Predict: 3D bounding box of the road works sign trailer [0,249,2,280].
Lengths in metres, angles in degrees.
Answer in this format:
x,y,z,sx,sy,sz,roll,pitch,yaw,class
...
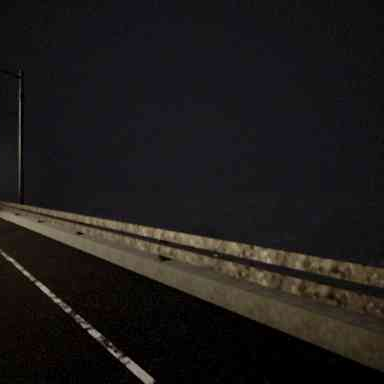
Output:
x,y,z,sx,sy,sz,roll,pitch,yaw,class
-6.442,0.381,8.631,2.380,3.560,2.880,0,0,-38,road works sign trailer
